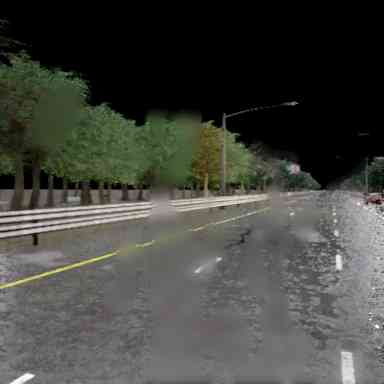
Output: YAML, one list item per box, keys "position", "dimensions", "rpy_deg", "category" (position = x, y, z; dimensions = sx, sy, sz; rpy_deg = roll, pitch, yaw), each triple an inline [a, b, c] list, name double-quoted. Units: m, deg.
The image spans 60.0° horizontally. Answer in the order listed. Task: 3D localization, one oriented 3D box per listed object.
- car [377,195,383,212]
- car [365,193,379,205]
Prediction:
- position: [19.625, 1.313, 32.394]
  dimensions: [1.812, 1.442, 4.674]
  rpy_deg: [1, 1, 23]
  category: "car"
- position: [26.807, 0.999, 49.179]
  dimensions: [2.097, 1.767, 4.553]
  rpy_deg: [1, 1, 25]
  category: "car"
